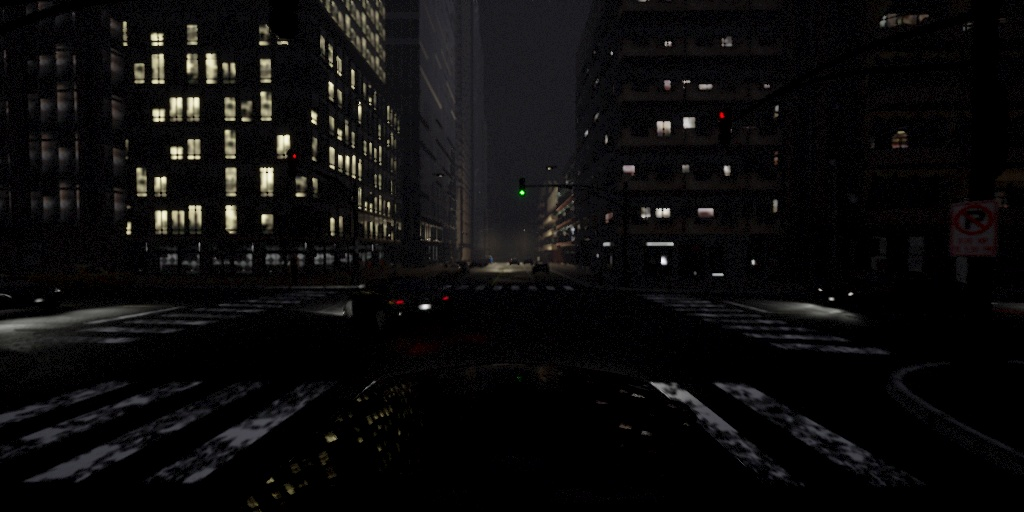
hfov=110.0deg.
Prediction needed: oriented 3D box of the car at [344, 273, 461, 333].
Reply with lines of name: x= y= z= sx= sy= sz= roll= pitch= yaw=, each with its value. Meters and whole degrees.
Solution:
car: x=-3.543 y=1.289 z=10.888 sx=1.994 sy=1.385 sz=4.181 roll=0 pitch=0 yaw=-40

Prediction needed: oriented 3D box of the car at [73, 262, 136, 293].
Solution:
car: x=-21.538 y=1.010 z=17.670 sx=4.829 sy=1.417 sz=1.751 roll=0 pitch=0 yaw=1

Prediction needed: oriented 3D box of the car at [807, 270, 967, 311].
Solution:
car: x=15.460 y=1.354 z=14.316 sx=5.357 sy=1.411 sz=2.033 roll=0 pitch=1 yaw=1

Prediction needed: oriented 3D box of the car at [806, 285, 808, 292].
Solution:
car: x=16.434 y=1.313 z=16.897 sx=4.403 sy=1.370 sz=2.007 roll=0 pitch=0 yaw=1

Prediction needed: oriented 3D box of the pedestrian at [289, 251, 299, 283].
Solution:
pedestrian: x=-12.400 y=0.634 z=20.436 sx=0.375 sy=1.860 sz=0.375 roll=0 pitch=1 yaw=1

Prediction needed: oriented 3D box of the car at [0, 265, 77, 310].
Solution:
car: x=-17.772 y=1.151 z=11.815 sx=4.674 sy=1.442 sz=1.812 roll=0 pitch=1 yaw=3

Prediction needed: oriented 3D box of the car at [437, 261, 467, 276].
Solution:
car: x=-5.459 y=1.185 z=31.702 sx=1.751 sy=1.417 sz=4.829 roll=0 pitch=0 yaw=0

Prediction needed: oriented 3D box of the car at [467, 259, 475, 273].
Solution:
car: x=-5.417 y=1.208 z=37.526 sx=1.948 sy=1.339 sz=4.313 roll=0 pitch=0 yaw=0

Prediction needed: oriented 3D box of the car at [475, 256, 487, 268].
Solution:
car: x=-5.293 y=1.134 z=54.489 sx=1.888 sy=1.381 sz=4.507 roll=0 pitch=0 yaw=0

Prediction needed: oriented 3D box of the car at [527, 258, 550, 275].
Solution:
car: x=2.964 y=1.183 z=37.466 sx=2.007 sy=1.370 sz=4.403 roll=0 pitch=0 yaw=0

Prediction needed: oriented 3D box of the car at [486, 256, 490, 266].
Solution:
car: x=-5.251 y=1.153 z=60.144 sx=1.802 sy=1.307 sz=4.207 roll=0 pitch=0 yaw=0
